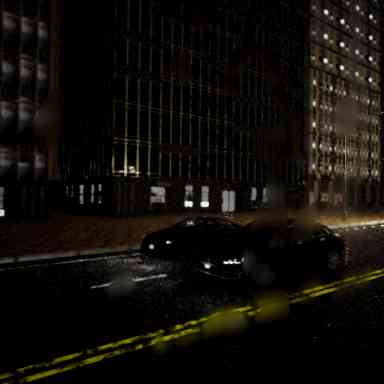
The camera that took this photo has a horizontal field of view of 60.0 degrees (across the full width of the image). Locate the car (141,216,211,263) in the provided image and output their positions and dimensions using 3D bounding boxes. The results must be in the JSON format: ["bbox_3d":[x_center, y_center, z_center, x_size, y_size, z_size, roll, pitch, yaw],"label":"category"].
[{"bbox_3d":[0.323,1.584,11.894,4.181,1.385,1.994,0,0,-35],"label":"car"}]

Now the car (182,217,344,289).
[{"bbox_3d":[2.343,1.525,9.343,4.892,1.490,1.837,0,0,-35],"label":"car"}]
